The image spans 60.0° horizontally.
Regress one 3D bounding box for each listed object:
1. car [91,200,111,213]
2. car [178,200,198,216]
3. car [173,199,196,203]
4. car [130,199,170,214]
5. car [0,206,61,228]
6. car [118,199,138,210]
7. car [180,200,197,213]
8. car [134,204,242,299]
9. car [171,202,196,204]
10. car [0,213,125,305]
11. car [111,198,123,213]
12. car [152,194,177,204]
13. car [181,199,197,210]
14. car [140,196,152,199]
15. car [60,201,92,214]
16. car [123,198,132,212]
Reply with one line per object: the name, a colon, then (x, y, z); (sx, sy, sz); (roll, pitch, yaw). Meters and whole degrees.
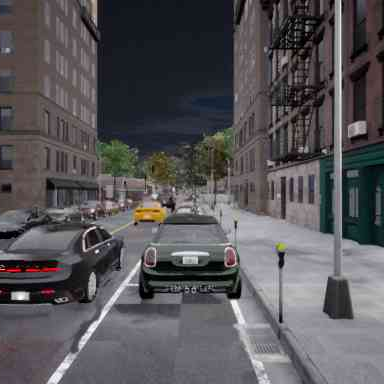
car: (-8.408, 1.446, 27.388); (1.967, 1.590, 4.097); (0, 0, 0)
car: (-0.383, 1.554, 32.910); (1.887, 1.381, 4.507); (0, 0, 0)
car: (-0.383, 1.531, 27.562); (1.752, 1.417, 4.829); (0, 0, 0)
car: (-2.919, 1.482, 24.003); (1.882, 1.535, 5.008); (0, -1, 0)
car: (-8.408, 1.567, 16.351); (1.947, 1.339, 4.313); (0, 0, 0)
car: (-8.408, 1.600, 43.945); (1.802, 1.307, 4.206); (0, 0, 0)
car: (-0.383, 1.596, 38.428); (1.802, 1.307, 4.206); (0, 0, 0)
car: (-0.033, 1.353, 8.620); (2.097, 1.767, 4.553); (0, 0, 0)
car: (-0.383, 1.584, 21.873); (1.802, 1.307, 4.206); (0, 0, 0)
car: (-2.921, 1.507, 8.095); (1.837, 1.490, 4.892); (0, 0, 0)
car: (-8.408, 1.535, 32.737); (1.752, 1.417, 4.829); (0, 0, 0)
car: (-3.019, 1.236, 39.316); (2.150, 2.045, 5.566); (0, 0, 0)
car: (-0.383, 1.584, 43.946); (1.947, 1.339, 4.313); (0, 0, 0)
car: (-5.825, 1.368, 42.297); (2.097, 1.767, 4.553); (0, 0, 0)
car: (-8.408, 1.553, 21.869); (2.008, 1.369, 4.403); (0, 0, 0)
car: (-8.408, 1.454, 38.426); (1.967, 1.590, 4.097); (0, 0, 0)
